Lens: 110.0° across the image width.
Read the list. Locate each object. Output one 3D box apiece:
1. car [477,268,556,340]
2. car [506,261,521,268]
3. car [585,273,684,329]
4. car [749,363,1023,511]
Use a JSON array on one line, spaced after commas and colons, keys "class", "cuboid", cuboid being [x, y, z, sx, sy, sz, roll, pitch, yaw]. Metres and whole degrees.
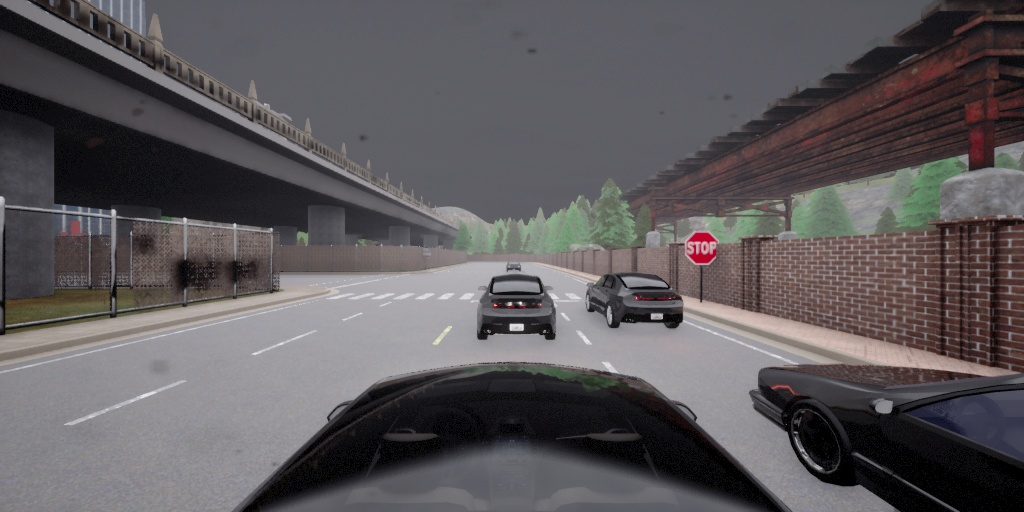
[{"class": "car", "cuboid": [0.104, 1.255, 9.959, 1.837, 1.490, 4.892, 0, 0, 0]}, {"class": "car", "cuboid": [0.212, 1.351, 46.249, 1.895, 1.301, 4.718, 0, 0, -1]}, {"class": "car", "cuboid": [3.606, 1.255, 11.316, 1.837, 1.490, 4.892, 0, 0, 0]}, {"class": "car", "cuboid": [3.600, 1.297, 1.570, 2.033, 1.411, 5.357, 0, 0, 0]}]
